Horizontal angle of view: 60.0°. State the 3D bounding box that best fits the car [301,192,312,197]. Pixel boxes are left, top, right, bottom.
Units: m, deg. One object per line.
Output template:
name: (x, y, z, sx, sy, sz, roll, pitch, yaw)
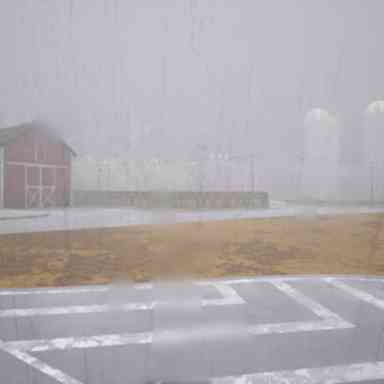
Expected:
car: (29.967, 1.450, 86.917, 2.242, 1.667, 4.611, 0, 0, 35)
